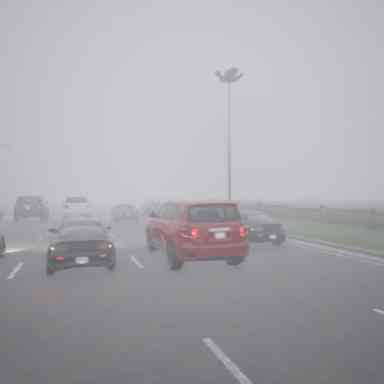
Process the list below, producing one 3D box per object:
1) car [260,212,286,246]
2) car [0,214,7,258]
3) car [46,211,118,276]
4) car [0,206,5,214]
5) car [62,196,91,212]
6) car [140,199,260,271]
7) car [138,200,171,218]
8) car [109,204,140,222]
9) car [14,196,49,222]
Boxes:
[{"bbox_3d":[2.350,1.551,14.978,1.812,1.442,4.674,0,0,-19],"label":"car"},{"bbox_3d":[-7.096,1.617,10.184,1.994,1.385,4.181,0,0,-19],"label":"car"},{"bbox_3d":[-3.540,1.565,10.612,1.812,1.442,4.674,0,0,-19],"label":"car"},{"bbox_3d":[-17.117,1.702,27.974,1.994,1.385,4.181,0,0,-19],"label":"car"},{"bbox_3d":[-10.046,1.332,28.973,2.150,2.045,5.566,0,0,-19],"label":"car"},{"bbox_3d":[-0.111,1.250,11.398,2.150,2.045,5.566,0,0,-19],"label":"car"},{"bbox_3d":[-3.750,1.584,32.165,2.128,1.511,4.902,0,0,-19],"label":"car"},{"bbox_3d":[-5.435,1.633,26.399,2.033,1.411,5.357,0,0,-19],"label":"car"},{"bbox_3d":[-13.336,1.342,27.784,2.150,2.045,5.566,0,0,-19],"label":"car"}]
